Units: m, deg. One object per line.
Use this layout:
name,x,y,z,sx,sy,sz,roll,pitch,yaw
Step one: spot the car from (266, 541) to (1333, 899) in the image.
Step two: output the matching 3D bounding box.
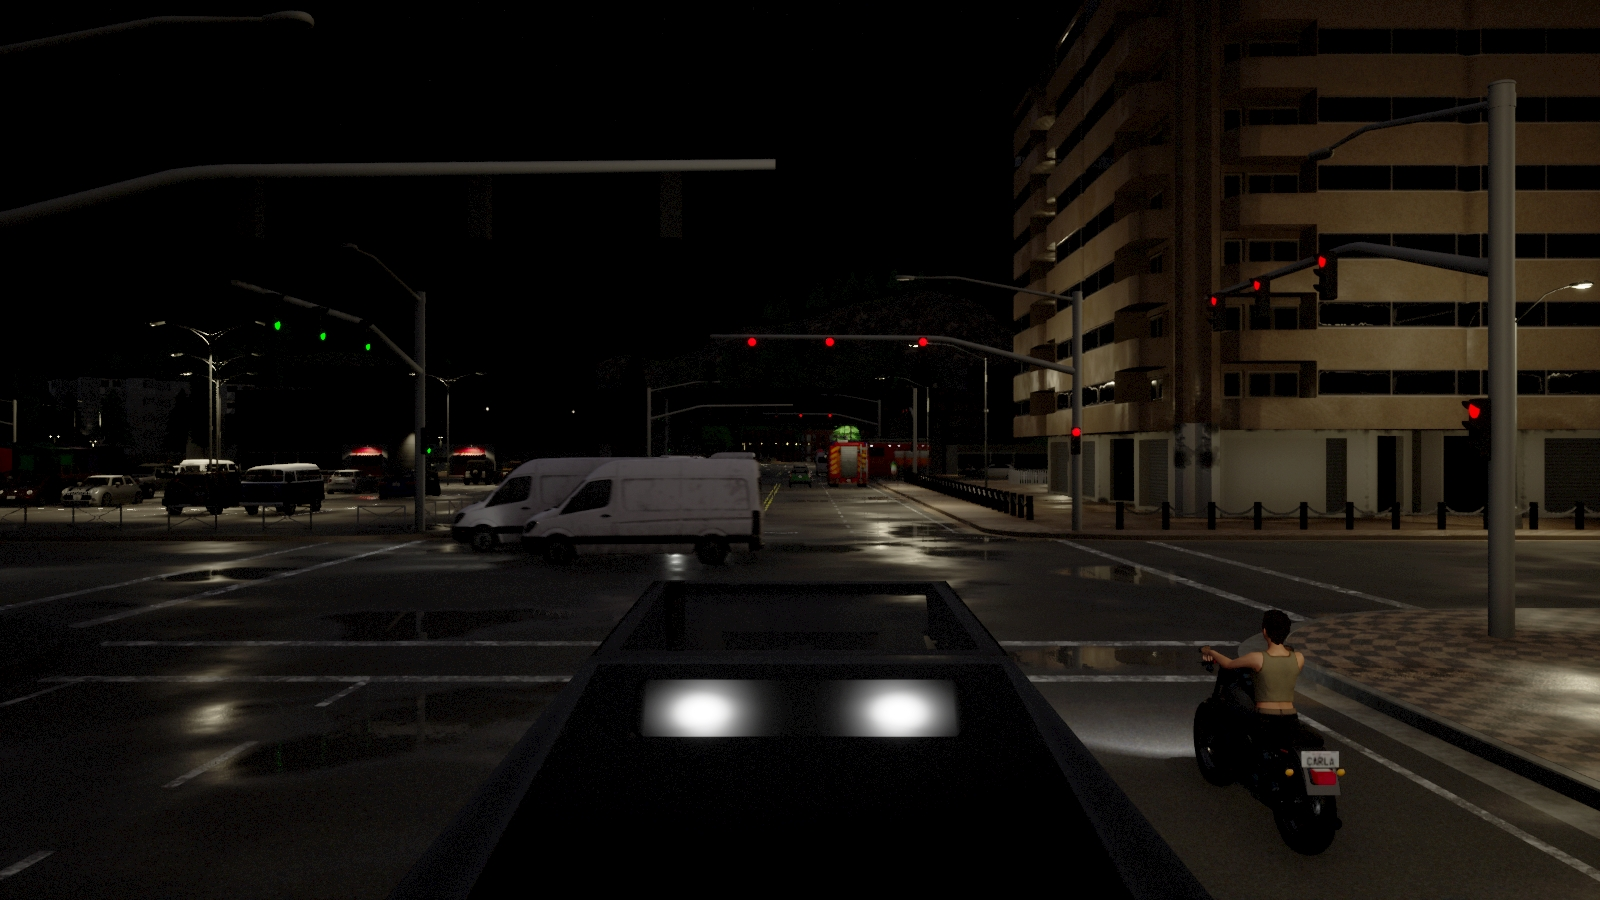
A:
car,0.000,1.751,5.696,2.390,2.098,6.274,0,0,0

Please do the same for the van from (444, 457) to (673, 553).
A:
van,-6.572,1.492,31.605,5.915,2.561,1.988,0,0,-1

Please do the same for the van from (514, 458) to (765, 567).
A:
van,-3.838,1.493,28.142,5.915,2.561,1.988,0,0,-1

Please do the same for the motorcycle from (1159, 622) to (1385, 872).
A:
motorcycle,3.502,2.151,8.762,0.764,1.307,2.356,0,0,0
